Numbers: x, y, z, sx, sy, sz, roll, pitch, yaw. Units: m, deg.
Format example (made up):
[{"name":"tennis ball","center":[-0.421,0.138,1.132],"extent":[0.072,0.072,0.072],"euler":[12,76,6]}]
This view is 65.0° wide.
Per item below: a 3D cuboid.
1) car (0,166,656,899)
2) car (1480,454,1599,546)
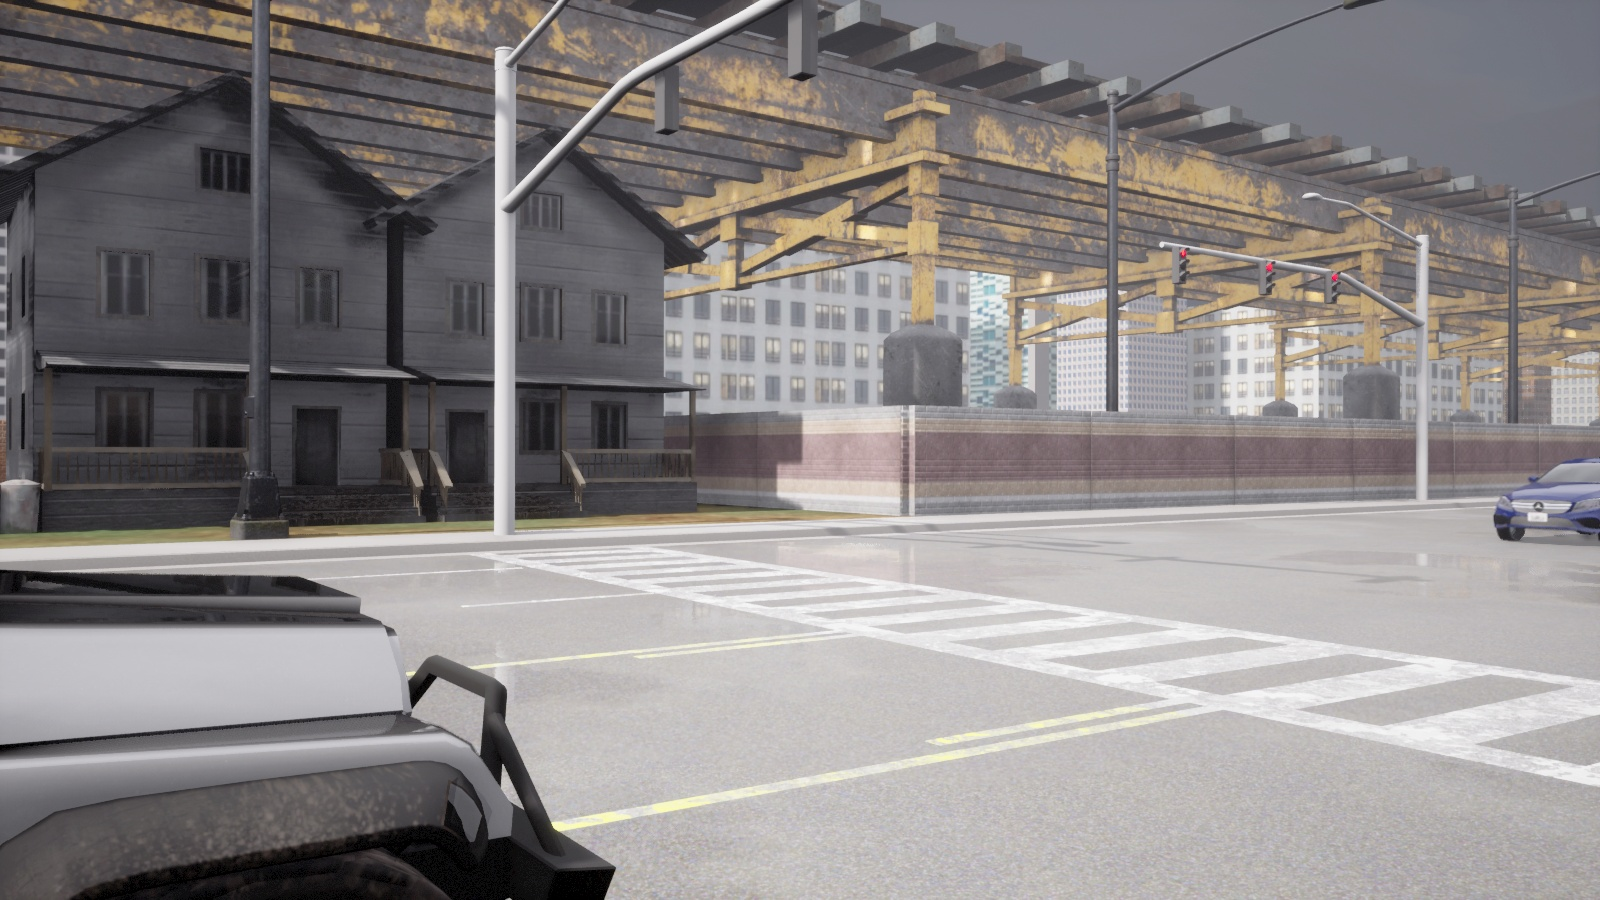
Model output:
[{"name":"car","center":[-2.398,0.551,1.999],"extent":[3.866,1.878,1.905],"euler":[0,0,-34]},{"name":"car","center":[13.980,0.794,21.910],"extent":[4.674,1.442,1.812],"euler":[0,0,-35]}]
